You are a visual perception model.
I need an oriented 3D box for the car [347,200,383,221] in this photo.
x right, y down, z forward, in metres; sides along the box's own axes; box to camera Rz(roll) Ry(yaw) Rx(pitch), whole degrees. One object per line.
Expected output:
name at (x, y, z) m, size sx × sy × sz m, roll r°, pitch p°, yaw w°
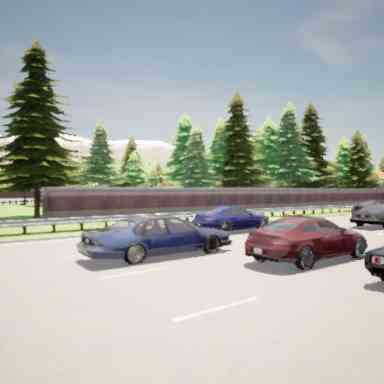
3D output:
car at (14.880, 1.429, 27.273) m, size 4.674 × 1.442 × 1.812 m, roll 0°, pitch 0°, yaw -36°

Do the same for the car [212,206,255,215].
car at (2.222, 1.482, 18.237) m, size 4.674 × 1.442 × 1.812 m, roll 0°, pitch 0°, yaw -35°

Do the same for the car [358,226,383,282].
car at (6.380, 1.567, 8.305) m, size 4.718 × 1.301 × 1.895 m, roll 0°, pitch 0°, yaw -35°

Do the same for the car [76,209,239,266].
car at (-1.121, 1.526, 11.557) m, size 5.357 × 1.411 × 2.033 m, roll 0°, pitch 0°, yaw -35°

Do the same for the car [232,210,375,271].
car at (3.736, 1.494, 10.720) m, size 4.674 × 1.442 × 1.812 m, roll 0°, pitch 0°, yaw -35°

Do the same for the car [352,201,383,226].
car at (12.096, 1.471, 20.990) m, size 5.357 × 1.411 × 2.033 m, roll 0°, pitch 0°, yaw -35°
